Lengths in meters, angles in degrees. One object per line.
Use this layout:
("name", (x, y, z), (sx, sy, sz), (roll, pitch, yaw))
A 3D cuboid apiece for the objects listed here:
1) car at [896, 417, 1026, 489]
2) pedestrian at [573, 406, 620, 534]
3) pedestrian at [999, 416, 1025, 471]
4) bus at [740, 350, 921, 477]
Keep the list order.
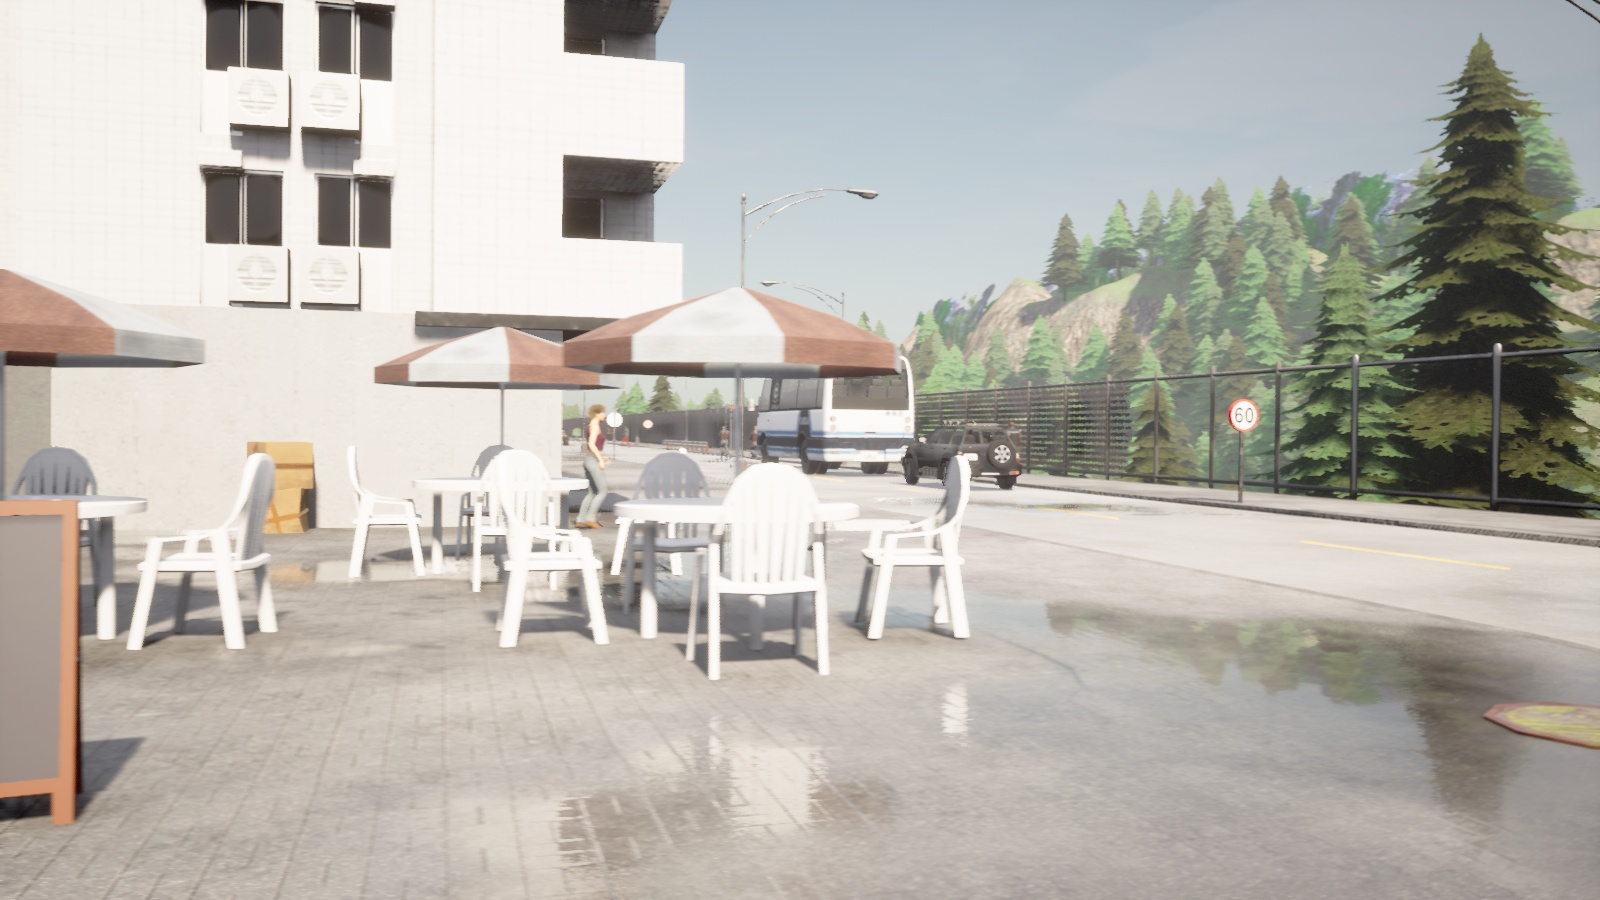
("car", (4.406, 0.030, 35.136), (1.932, 1.855, 4.605), (-1, 1, -16))
("pedestrian", (-2.960, 0.282, 18.261), (0.594, 1.836, 0.345), (-1, 1, -21))
("pedestrian", (7.384, -0.243, 43.739), (0.563, 1.883, 0.849), (-1, 1, -16))
("bus", (0.852, -1.316, 47.582), (3.944, 4.253, 10.273), (-1, 1, -16))
